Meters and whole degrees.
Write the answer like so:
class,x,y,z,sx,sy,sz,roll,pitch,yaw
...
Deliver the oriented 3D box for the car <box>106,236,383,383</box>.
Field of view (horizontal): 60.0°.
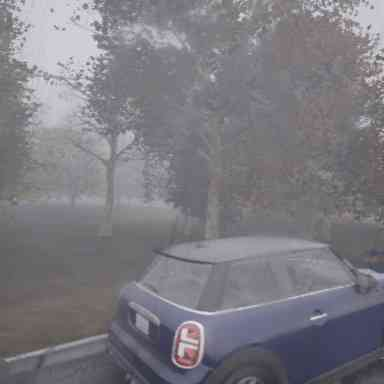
class,x,y,z,sx,sy,sz,roll,pitch,yaw
car,1.253,1.413,4.663,4.553,1.767,2.185,0,-1,-33
